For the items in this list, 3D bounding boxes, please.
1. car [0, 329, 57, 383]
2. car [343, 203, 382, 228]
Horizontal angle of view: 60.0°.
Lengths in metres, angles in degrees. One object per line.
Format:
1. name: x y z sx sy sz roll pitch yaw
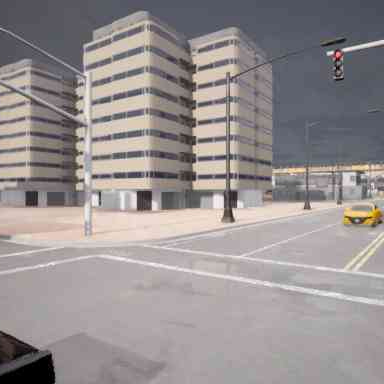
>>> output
1. car: -3.274 1.601 1.551 1.895 1.301 4.718 0 0 35
2. car: 11.662 1.494 22.664 1.882 1.535 5.008 0 0 35
